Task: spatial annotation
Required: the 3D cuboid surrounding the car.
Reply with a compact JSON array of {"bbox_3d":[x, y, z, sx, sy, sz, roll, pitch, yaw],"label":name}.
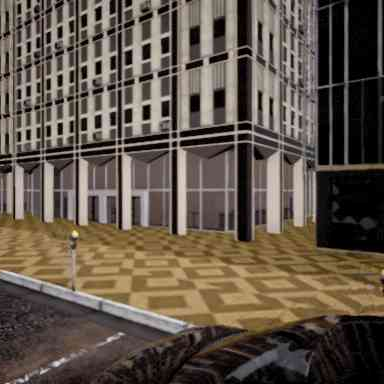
[{"bbox_3d":[1.072,1.565,2.112,4.313,1.339,1.947,0,0,36],"label":"car"}]
